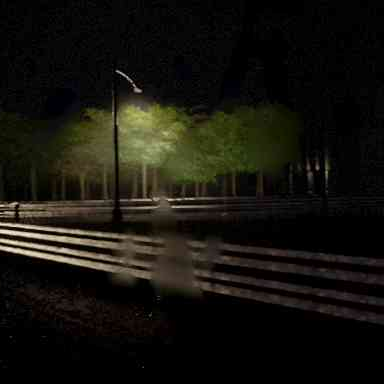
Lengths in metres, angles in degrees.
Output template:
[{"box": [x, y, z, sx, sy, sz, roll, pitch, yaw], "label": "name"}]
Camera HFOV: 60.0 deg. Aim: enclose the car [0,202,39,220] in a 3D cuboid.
[{"box": [-15.406, 1.567, 28.115, 4.792, 1.488, 2.163, -1, 0, 9], "label": "car"}]
